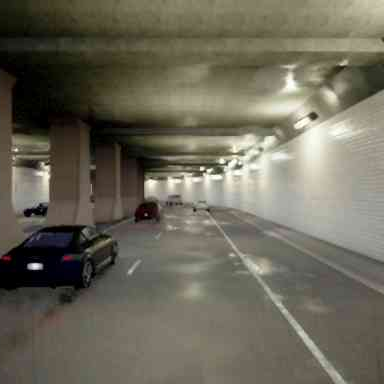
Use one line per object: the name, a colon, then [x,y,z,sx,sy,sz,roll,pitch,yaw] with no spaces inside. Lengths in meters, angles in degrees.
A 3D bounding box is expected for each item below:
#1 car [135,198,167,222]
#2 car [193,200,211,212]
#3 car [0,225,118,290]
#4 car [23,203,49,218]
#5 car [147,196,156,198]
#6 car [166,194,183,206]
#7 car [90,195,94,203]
car: [-3.401,1.555,27.126,1.882,1.535,5.008,0,0,0]
car: [1.118,1.641,40.213,1.812,1.442,4.674,0,0,-3]
car: [-3.401,1.591,9.218,1.994,1.385,4.181,0,0,0]
car: [-14.124,1.691,31.714,1.895,1.301,4.718,0,0,0]
car: [-9.413,1.650,77.064,1.812,1.442,4.674,0,0,-26]
car: [-3.288,1.391,60.629,2.150,2.045,5.566,0,0,-16]
car: [-22.407,1.469,71.628,2.097,1.767,4.553,0,0,-26]
